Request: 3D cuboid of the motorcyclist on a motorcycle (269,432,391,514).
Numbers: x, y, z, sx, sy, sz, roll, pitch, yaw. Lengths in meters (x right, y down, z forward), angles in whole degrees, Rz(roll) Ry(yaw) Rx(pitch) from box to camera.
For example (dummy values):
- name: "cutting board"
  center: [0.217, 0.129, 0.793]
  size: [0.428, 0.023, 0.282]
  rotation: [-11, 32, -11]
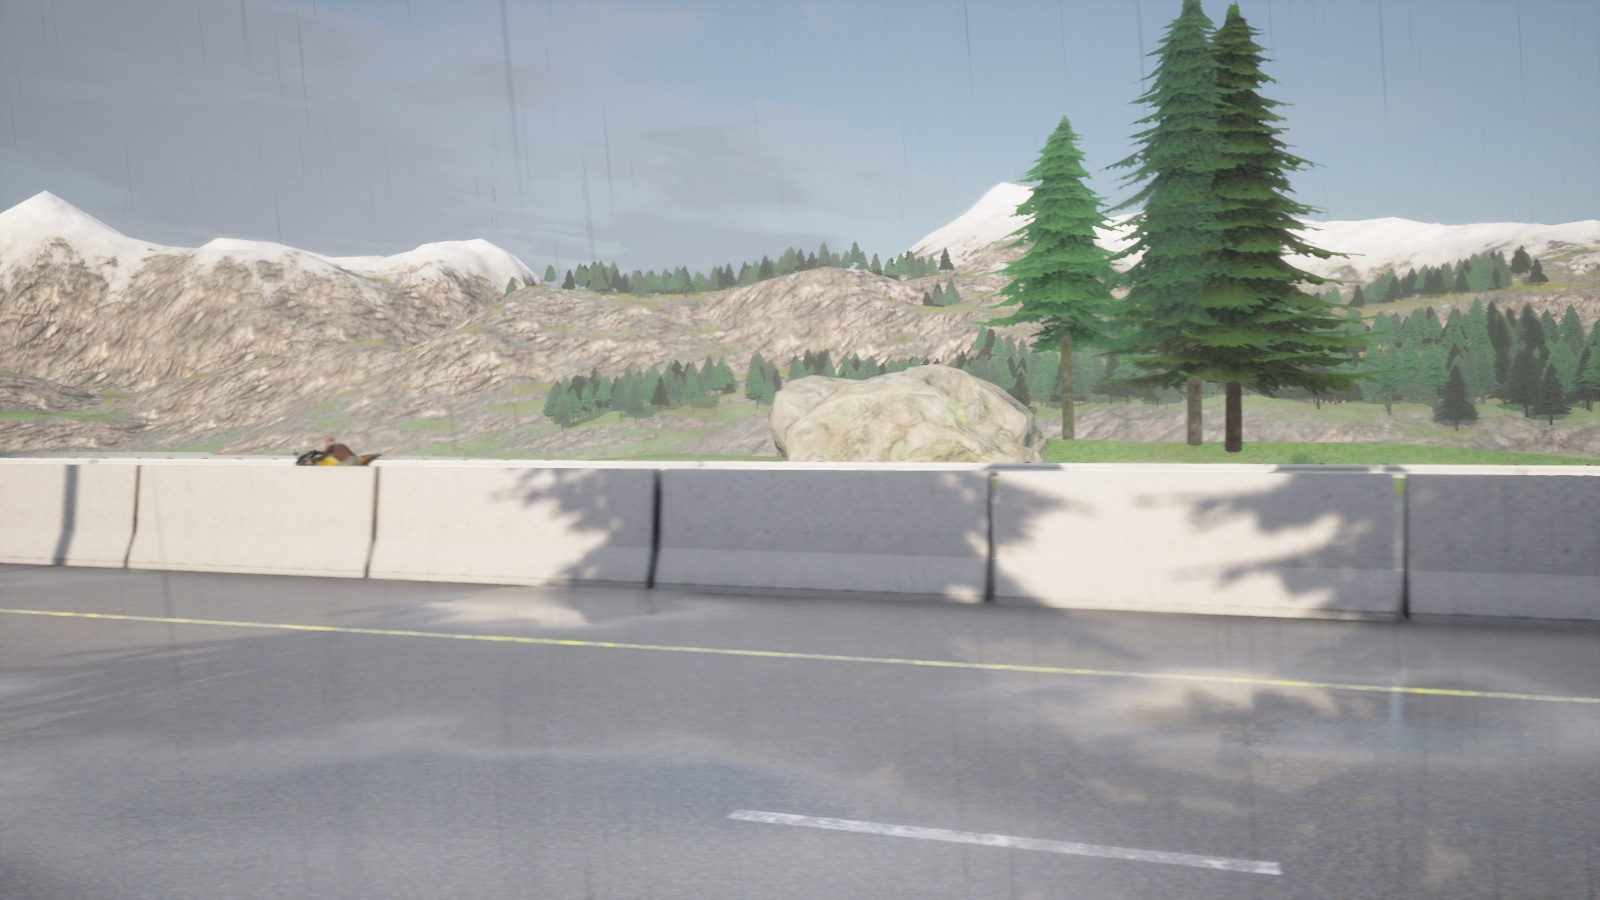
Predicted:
- name: "motorcyclist on a motorcycle"
  center: [-9.264, 0.430, 24.774]
  size: [2.191, 1.530, 0.866]
  rotation: [1, 1, 19]
